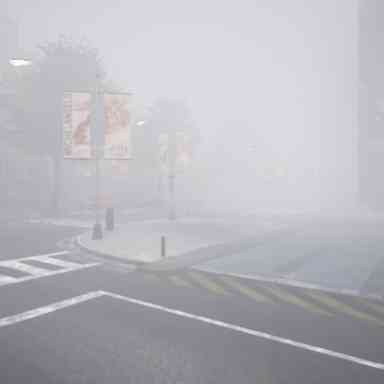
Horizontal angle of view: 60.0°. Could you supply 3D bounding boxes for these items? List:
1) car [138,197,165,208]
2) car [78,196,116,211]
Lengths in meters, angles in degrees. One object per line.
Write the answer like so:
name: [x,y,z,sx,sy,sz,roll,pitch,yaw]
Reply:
car: [-5.885,1.510,48.662,1.812,1.442,4.674,0,0,35]
car: [-11.556,1.337,40.651,2.097,1.767,4.553,0,0,35]
